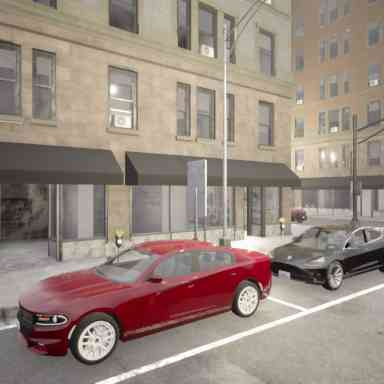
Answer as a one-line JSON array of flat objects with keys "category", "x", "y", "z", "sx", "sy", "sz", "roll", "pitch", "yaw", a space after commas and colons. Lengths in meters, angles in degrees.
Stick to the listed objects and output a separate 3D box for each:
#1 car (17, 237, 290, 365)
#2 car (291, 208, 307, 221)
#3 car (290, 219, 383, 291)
[{"category": "car", "x": -0.537, "y": 1.545, "z": 5.821, "sx": 4.507, "sy": 1.381, "sz": 1.887, "roll": 0, "pitch": 0, "yaw": -36}, {"category": "car", "x": 6.478, "y": 1.546, "z": 25.739, "sx": 1.882, "sy": 1.535, "sz": 5.008, "roll": 0, "pitch": 0, "yaw": -36}, {"category": "car", "x": 3.920, "y": 1.566, "z": 9.062, "sx": 4.313, "sy": 1.339, "sz": 1.947, "roll": 0, "pitch": 0, "yaw": -36}]
